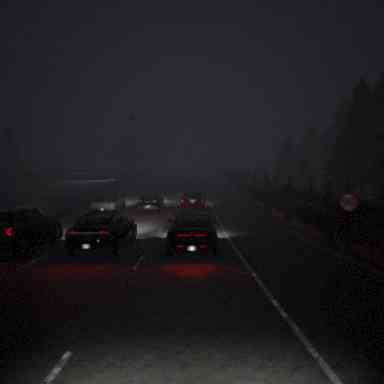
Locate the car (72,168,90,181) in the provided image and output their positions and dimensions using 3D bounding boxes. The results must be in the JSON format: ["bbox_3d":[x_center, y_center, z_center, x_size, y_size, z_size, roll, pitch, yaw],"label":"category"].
[{"bbox_3d":[-20.781,-3.331,62.777,2.150,2.045,5.566,0,7,0],"label":"car"}]

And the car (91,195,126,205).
[{"bbox_3d":[-6.932,0.881,28.007,1.895,1.301,4.718,0,5,1],"label":"car"}]

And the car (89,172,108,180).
[{"bbox_3d":[-17.292,-3.048,62.942,1.812,1.442,4.674,0,7,1],"label":"car"}]

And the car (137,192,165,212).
[{"bbox_3d":[-3.428,0.754,28.167,2.128,1.511,4.902,0,5,1],"label":"car"}]

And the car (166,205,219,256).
[{"bbox_3d":[0.019,1.539,13.398,1.837,1.490,4.892,0,2,1],"label":"car"}]

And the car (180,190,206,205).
[{"bbox_3d":[0.073,0.607,28.154,2.097,1.767,4.553,0,5,1],"label":"car"}]

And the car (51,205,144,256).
[{"bbox_3d":[-3.481,1.528,13.399,2.128,1.511,4.902,0,1,1],"label":"car"}]

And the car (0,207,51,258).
[{"bbox_3d":[-6.980,1.390,13.344,2.097,1.767,4.553,0,1,1],"label":"car"}]

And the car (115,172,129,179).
[{"bbox_3d":[-13.767,-3.331,65.651,1.994,1.385,4.181,0,7,1],"label":"car"}]
